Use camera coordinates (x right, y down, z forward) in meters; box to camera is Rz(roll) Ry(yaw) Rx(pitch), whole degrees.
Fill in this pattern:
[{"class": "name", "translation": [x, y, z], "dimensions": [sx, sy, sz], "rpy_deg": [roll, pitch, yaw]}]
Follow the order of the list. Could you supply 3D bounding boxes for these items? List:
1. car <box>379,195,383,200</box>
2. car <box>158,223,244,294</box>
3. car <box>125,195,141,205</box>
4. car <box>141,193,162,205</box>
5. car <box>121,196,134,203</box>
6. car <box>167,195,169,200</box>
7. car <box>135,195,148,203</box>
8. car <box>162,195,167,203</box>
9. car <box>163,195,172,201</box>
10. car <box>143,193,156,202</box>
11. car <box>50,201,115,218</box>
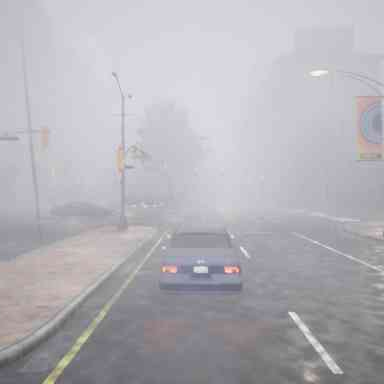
[{"class": "car", "translation": [39.248, 1.456, 70.228], "dimensions": [2.231, 1.521, 4.892], "rpy_deg": [0, 0, 1]}, {"class": "car", "translation": [0.229, 1.544, 8.920], "dimensions": [2.033, 1.411, 5.357], "rpy_deg": [0, 0, 1]}, {"class": "car", "translation": [-10.515, 1.332, 57.850], "dimensions": [2.097, 1.767, 4.553], "rpy_deg": [0, 0, 1]}, {"class": "car", "translation": [-7.015, 1.332, 57.972], "dimensions": [2.097, 1.767, 4.553], "rpy_deg": [0, 0, 1]}, {"class": "car", "translation": [-13.464, 1.571, 69.814], "dimensions": [1.895, 1.301, 4.718], "rpy_deg": [0, 0, 1]}, {"class": "car", "translation": [-6.588, 1.499, 76.518], "dimensions": [2.128, 1.511, 4.902], "rpy_deg": [0, 0, 1]}, {"class": "car", "translation": [-10.254, 1.481, 68.024], "dimensions": [1.837, 1.490, 4.892], "rpy_deg": [0, 0, 1]}, {"class": "car", "translation": [-6.799, 1.329, 66.744], "dimensions": [2.097, 1.767, 4.553], "rpy_deg": [0, 0, 1]}, {"class": "car", "translation": [-6.400, 1.448, 86.611], "dimensions": [1.882, 1.535, 5.008], "rpy_deg": [0, 0, 1]}, {"class": "car", "translation": [-10.048, 1.198, 78.710], "dimensions": [2.150, 2.045, 5.566], "rpy_deg": [0, 0, 1]}, {"class": "car", "translation": [-9.564, 1.537, 29.224], "dimensions": [5.357, 1.411, 2.033], "rpy_deg": [0, 0, 1]}]
